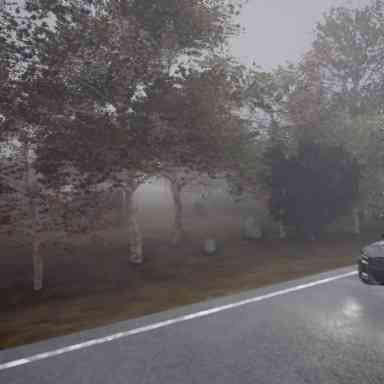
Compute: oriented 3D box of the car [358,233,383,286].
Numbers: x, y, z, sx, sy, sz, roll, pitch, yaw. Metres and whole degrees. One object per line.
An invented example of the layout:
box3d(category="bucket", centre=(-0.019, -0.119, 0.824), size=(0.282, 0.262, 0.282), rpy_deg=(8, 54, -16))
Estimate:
box3d(category="car", centre=(6.140, 1.473, 8.352), size=(5.008, 1.535, 1.882), rpy_deg=(0, 0, -35))
